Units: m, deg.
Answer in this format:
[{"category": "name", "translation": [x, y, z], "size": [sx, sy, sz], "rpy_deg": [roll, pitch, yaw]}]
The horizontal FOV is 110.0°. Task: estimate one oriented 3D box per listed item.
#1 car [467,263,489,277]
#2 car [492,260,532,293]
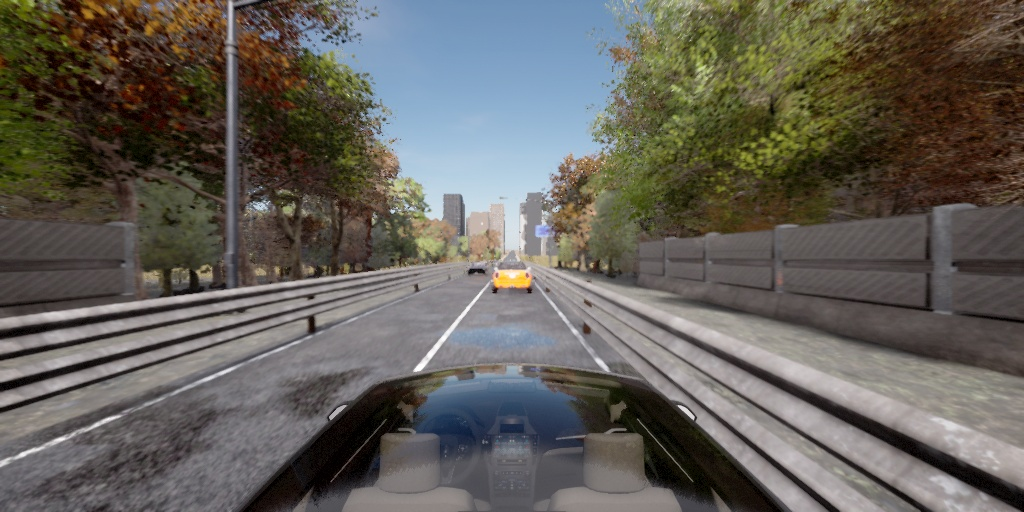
[{"category": "car", "translation": [-3.319, 1.323, 35.648], "size": [1.895, 1.301, 4.718], "rpy_deg": [0, 0, 0]}, {"category": "car", "translation": [0.028, 1.029, 20.339], "size": [2.097, 1.767, 4.553], "rpy_deg": [0, 0, 0]}]
